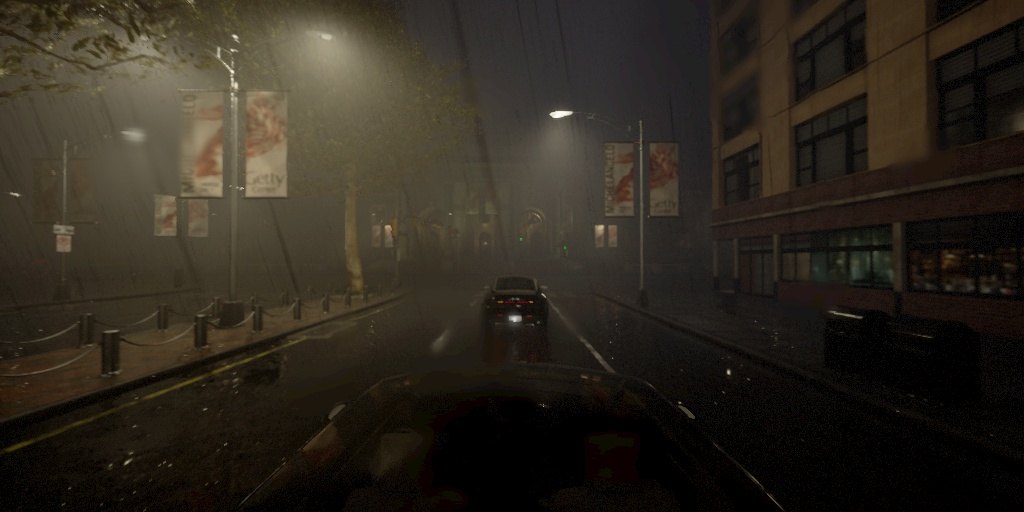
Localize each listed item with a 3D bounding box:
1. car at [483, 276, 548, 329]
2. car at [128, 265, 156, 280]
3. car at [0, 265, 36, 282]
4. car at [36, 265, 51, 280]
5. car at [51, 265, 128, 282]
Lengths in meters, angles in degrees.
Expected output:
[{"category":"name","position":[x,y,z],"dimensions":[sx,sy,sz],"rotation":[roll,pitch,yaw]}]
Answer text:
[{"category":"car","position":[0.110,1.374,11.660],"dimensions":[1.837,1.490,4.892],"rotation":[0,0,0]},{"category":"car","position":[-39.063,1.630,36.286],"dimensions":[5.008,1.535,1.882],"rotation":[0,-1,0]},{"category":"car","position":[-47.412,1.614,32.775],"dimensions":[4.892,1.490,1.837],"rotation":[0,-1,-1]},{"category":"car","position":[-48.313,1.642,36.278],"dimensions":[4.902,1.511,2.128],"rotation":[0,-1,-1]},{"category":"car","position":[-38.552,1.675,32.782],"dimensions":[4.181,1.385,1.994],"rotation":[0,-1,0]}]
